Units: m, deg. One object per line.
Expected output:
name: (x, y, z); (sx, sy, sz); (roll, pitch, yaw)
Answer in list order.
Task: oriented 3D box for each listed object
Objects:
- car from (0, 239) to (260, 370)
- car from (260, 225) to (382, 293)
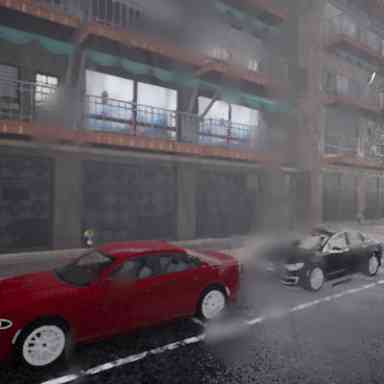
car: (-1.154, 1.563, 5.720); (4.507, 1.381, 1.887); (1, 1, -35)
car: (3.466, 1.614, 9.010); (4.403, 1.369, 2.008); (1, 1, -35)
